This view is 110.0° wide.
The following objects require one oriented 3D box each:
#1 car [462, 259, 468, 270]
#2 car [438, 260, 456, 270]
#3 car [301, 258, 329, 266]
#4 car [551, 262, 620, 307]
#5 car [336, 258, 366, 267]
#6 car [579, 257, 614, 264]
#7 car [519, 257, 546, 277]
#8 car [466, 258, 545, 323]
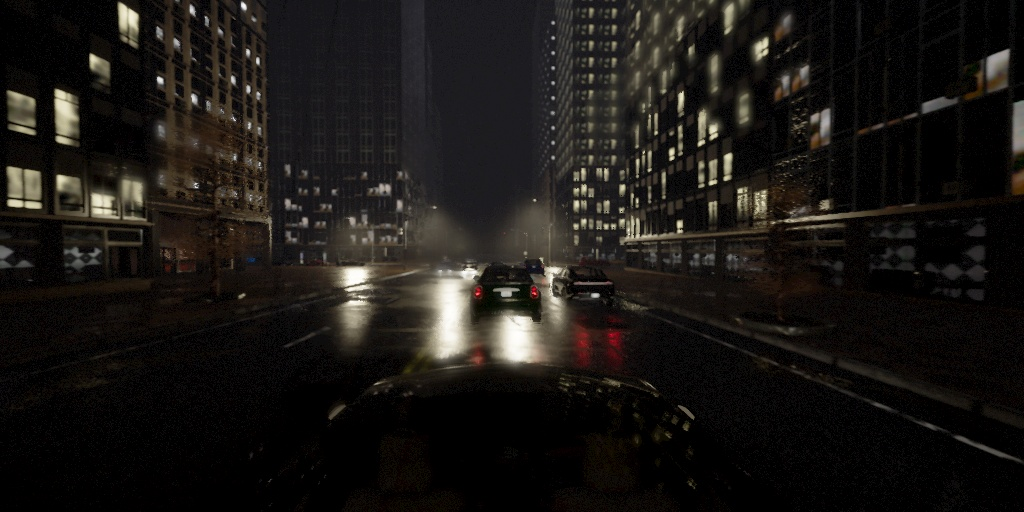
[{"bbox_3d":[-5.481,1.094,47.401,2.128,1.511,4.902,0,0,-3],"label":"car"},{"bbox_3d":[-8.794,1.169,48.830,1.994,1.385,4.181,0,0,-3],"label":"car"},{"bbox_3d":[-31.162,1.038,56.602,4.207,1.307,1.802,0,0,-2],"label":"car"},{"bbox_3d":[2.875,1.190,15.279,2.128,1.511,4.902,0,0,-3],"label":"car"},{"bbox_3d":[-25.479,1.058,56.780,4.313,1.339,1.948,0,0,-2],"label":"car"},{"bbox_3d":[13.417,1.041,58.382,5.009,1.841,2.192,0,0,-2],"label":"car"},{"bbox_3d":[1.865,0.986,34.382,2.097,1.767,4.553,0,0,-3],"label":"car"},{"bbox_3d":[-0.239,1.070,12.127,2.097,1.767,4.553,0,0,-2],"label":"car"}]
